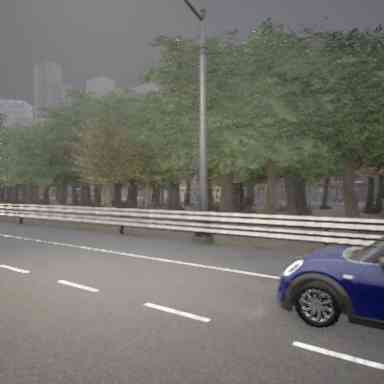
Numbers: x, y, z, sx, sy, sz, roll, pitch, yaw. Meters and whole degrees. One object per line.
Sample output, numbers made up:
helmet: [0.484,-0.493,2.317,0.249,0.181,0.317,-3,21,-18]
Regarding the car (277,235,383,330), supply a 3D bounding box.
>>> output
car: [3.778,1.352,5.472,4.553,1.767,2.097,0,0,36]
